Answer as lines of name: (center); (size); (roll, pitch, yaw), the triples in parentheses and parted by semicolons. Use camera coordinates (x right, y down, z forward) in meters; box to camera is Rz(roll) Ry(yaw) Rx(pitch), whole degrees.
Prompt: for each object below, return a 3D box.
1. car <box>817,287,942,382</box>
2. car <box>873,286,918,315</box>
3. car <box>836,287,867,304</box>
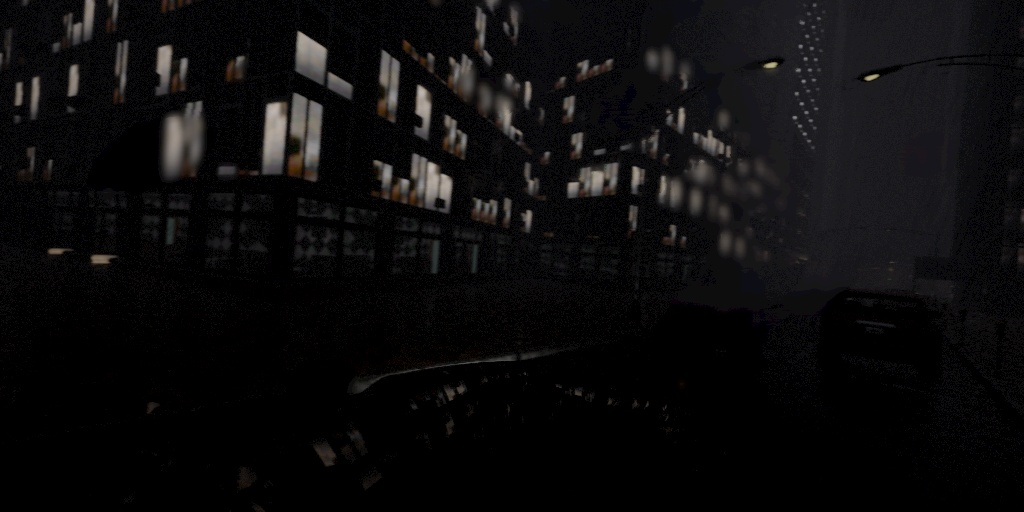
car: (9.310, 1.780, 9.208); (5.009, 1.841, 2.192); (0, 0, -43)
car: (29.071, 3.295, 27.222); (4.553, 1.767, 2.097); (4, 0, -43)
car: (33.715, 3.878, 35.533); (4.718, 1.301, 1.895); (4, 0, -43)
